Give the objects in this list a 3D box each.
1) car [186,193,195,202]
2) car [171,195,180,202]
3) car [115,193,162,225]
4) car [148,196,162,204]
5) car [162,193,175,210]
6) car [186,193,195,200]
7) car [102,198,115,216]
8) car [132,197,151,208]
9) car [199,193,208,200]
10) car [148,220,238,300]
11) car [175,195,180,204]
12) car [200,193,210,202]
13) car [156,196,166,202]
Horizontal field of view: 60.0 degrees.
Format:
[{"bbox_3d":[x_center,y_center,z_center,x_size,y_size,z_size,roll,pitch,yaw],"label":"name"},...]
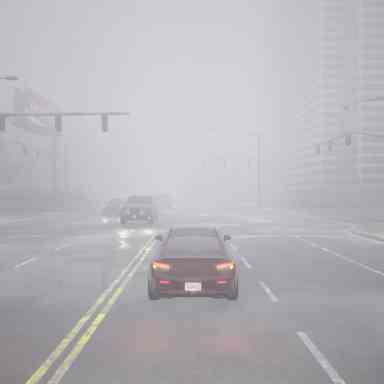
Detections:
[{"bbox_3d":[-0.353,1.584,78.413,1.895,1.301,4.718,0,0,0],"label":"car"},{"bbox_3d":[-3.852,1.521,78.264,1.812,1.442,4.674,0,0,0],"label":"car"},{"bbox_3d":[-3.704,1.221,24.105,2.150,2.045,5.566,0,0,0],"label":"car"},{"bbox_3d":[-7.312,1.492,66.794,2.128,1.511,4.902,0,0,2],"label":"car"},{"bbox_3d":[-3.800,1.221,44.229,2.150,2.045,5.566,0,0,0],"label":"car"},{"bbox_3d":[-0.398,1.184,88.318,2.097,1.767,4.553,0,0,0],"label":"car"},{"bbox_3d":[-7.240,1.352,32.301,2.097,1.767,4.553,0,0,0],"label":"car"},{"bbox_3d":[-7.312,1.491,48.512,2.128,1.511,4.902,0,0,0],"label":"car"},{"bbox_3d":[3.102,1.184,88.334,2.097,1.767,4.553,0,0,0],"label":"car"},{"bbox_3d":[0.028,1.526,8.237,1.812,1.442,4.674,0,0,0],"label":"car"},{"bbox_3d":[-3.839,1.564,63.541,1.994,1.385,4.181,0,0,0],"label":"car"},{"bbox_3d":[3.149,1.515,78.046,2.128,1.511,4.902,0,0,0],"label":"car"},{"bbox_3d":[-7.356,1.589,79.063,1.895,1.301,4.718,0,0,0],"label":"car"}]
